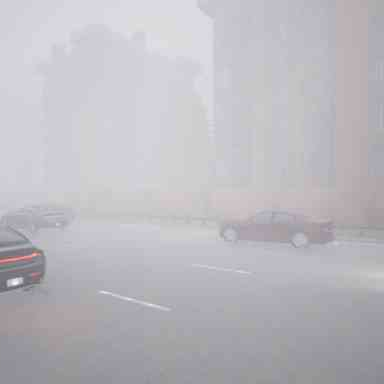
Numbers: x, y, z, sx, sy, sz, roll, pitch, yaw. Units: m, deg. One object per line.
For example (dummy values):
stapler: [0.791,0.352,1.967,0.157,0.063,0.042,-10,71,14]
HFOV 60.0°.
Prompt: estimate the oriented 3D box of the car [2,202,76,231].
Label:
car: [-9.090,1.492,19.086,4.902,1.511,2.128,0,0,36]

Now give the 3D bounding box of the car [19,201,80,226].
car: [-10.545,1.506,24.428,4.892,1.490,1.837,1,0,36]

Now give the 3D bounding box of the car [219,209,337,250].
car: [3.537,1.477,14.371,5.008,1.535,1.882,0,0,36]

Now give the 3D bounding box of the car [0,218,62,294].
car: [-5.387,1.503,7.841,4.892,1.490,1.837,0,0,36]
